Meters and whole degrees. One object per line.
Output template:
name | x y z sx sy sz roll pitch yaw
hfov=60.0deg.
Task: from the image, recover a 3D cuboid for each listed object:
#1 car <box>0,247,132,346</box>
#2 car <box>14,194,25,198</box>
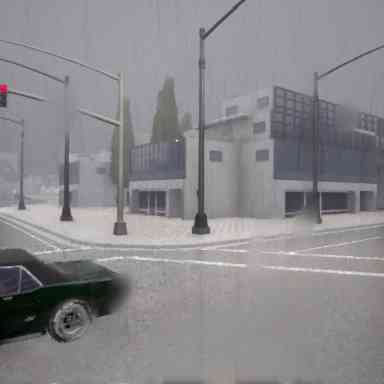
car | -3.407 1.591 4.847 4.718 1.301 1.895 0 0 -37
car | -44.944 1.366 84.441 4.892 1.490 1.837 0 0 1
